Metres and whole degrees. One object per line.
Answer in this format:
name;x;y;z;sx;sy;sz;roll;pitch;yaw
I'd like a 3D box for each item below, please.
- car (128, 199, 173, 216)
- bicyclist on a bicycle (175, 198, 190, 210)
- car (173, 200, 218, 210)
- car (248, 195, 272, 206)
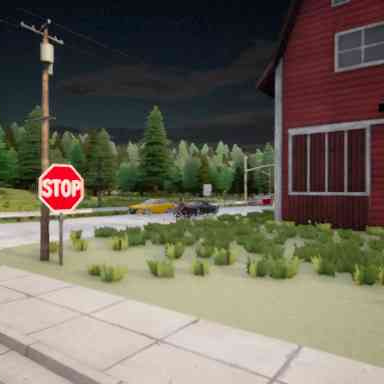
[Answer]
car;-3.720;1.394;30.922;1.882;1.535;5.008;0;0;37
bicyclist on a bicycle;-0.636;1.247;22.511;1.656;1.620;0.582;0;0;37
car;0.642;1.457;30.617;1.812;1.442;4.674;0;0;37
car;10.148;1.269;49.506;2.097;1.767;4.553;0;0;37
